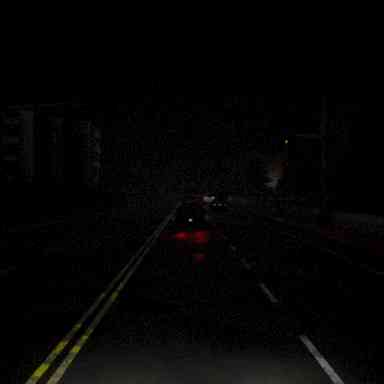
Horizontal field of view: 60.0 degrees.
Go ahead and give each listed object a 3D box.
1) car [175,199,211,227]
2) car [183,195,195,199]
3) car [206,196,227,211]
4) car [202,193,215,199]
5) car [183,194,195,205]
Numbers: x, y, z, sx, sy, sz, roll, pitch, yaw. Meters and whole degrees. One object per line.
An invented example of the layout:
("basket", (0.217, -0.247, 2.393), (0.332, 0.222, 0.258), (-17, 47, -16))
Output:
("car", (-0.109, 1.482, 22.429), (2.128, 1.511, 4.902), (0, 0, -1))
("car", (-0.357, 1.337, 45.875), (2.097, 1.767, 4.553), (0, 0, 0))
("car", (3.172, 1.523, 40.499), (2.033, 1.411, 5.357), (0, 0, 0))
("car", (3.019, 1.188, 59.981), (2.150, 2.045, 5.566), (0, 0, 0))
("car", (-0.486, 1.326, 60.378), (2.097, 1.767, 4.553), (0, 0, 0))
